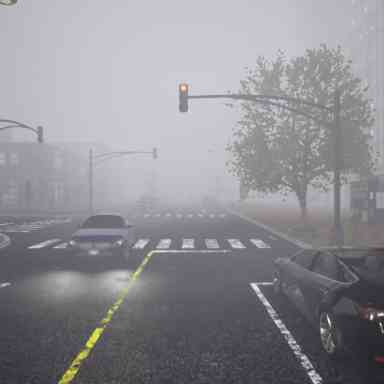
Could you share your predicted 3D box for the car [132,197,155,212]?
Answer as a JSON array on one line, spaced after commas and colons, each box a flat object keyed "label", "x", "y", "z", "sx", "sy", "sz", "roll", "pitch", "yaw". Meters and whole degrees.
[{"label": "car", "x": -5.741, "y": 1.584, "z": 38.208, "sx": 1.802, "sy": 1.307, "sz": 4.206, "roll": 0, "pitch": 0, "yaw": 0}]

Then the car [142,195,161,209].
[{"label": "car", "x": -5.748, "y": 1.318, "z": 43.759, "sx": 2.192, "sy": 1.841, "sz": 5.009, "roll": 0, "pitch": 0, "yaw": 0}]

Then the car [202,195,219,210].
[{"label": "car", "x": 2.631, "y": 1.528, "z": 43.943, "sx": 1.752, "sy": 1.417, "sz": 4.829, "roll": 0, "pitch": 0, "yaw": 0}]

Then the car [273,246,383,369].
[{"label": "car", "x": 2.687, "y": 1.566, "z": 5.744, "sx": 1.947, "sy": 1.339, "sz": 4.313, "roll": 0, "pitch": 0, "yaw": 0}]

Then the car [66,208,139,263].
[{"label": "car", "x": -3.122, "y": 1.526, "z": 12.189, "sx": 1.812, "sy": 1.442, "sz": 4.674, "roll": 1, "pitch": 0, "yaw": -5}]

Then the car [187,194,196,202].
[{"label": "car", "x": -0.113, "y": 1.363, "z": 79.430, "sx": 2.097, "sy": 1.767, "sz": 4.553, "roll": 0, "pitch": 0, "yaw": 0}]

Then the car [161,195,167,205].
[{"label": "car", "x": -5.765, "y": 1.555, "z": 54.861, "sx": 2.008, "sy": 1.369, "sz": 4.403, "roll": 0, "pitch": 0, "yaw": 0}]

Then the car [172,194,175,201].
[{"label": "car", "x": -5.806, "y": 1.559, "z": 82.616, "sx": 2.008, "sy": 1.369, "sz": 4.403, "roll": 0, "pitch": 0, "yaw": 0}]

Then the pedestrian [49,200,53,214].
[{"label": "pedestrian", "x": -12.792, "y": 1.319, "z": 30.201, "sx": 0.375, "sy": 1.300, "sz": 0.375, "roll": 0, "pitch": -1, "yaw": -1}]

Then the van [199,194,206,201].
[{"label": "van", "x": 2.576, "y": 1.349, "z": 82.631, "sx": 1.690, "sy": 1.788, "sz": 3.998, "roll": 0, "pitch": 0, "yaw": 0}]

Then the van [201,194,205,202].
[{"label": "van", "x": 2.624, "y": 1.345, "z": 49.325, "sx": 1.690, "sy": 1.788, "sz": 3.998, "roll": 0, "pitch": 0, "yaw": 0}]

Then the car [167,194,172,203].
[{"label": "car", "x": -5.789, "y": 1.532, "z": 71.344, "sx": 1.752, "sy": 1.417, "sz": 4.829, "roll": 0, "pitch": 0, "yaw": 0}]

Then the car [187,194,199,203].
[{"label": "car", "x": -0.008, "y": 1.570, "z": 69.511, "sx": 1.994, "sy": 1.385, "sz": 4.181, "roll": 0, "pitch": 0, "yaw": 0}]

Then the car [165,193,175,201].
[{"label": "car", "x": -5.813, "y": 1.324, "z": 88.167, "sx": 2.192, "sy": 1.841, "sz": 5.009, "roll": 0, "pitch": 0, "yaw": 0}]

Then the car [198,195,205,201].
[{"label": "car", "x": 2.567, "y": 1.534, "z": 88.352, "sx": 1.752, "sy": 1.417, "sz": 4.829, "roll": 0, "pitch": 0, "yaw": 0}]

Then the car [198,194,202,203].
[{"label": "car", "x": 2.607, "y": 1.556, "z": 60.427, "sx": 2.008, "sy": 1.369, "sz": 4.403, "roll": 0, "pitch": 0, "yaw": 0}]
